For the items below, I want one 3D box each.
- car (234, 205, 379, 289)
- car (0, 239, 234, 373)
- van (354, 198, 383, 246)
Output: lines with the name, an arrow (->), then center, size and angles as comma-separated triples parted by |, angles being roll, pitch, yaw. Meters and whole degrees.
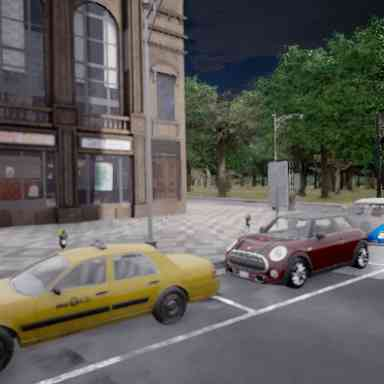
car -> 2.786, 1.294, 8.687 | 4.097, 1.590, 1.967 | -1, 1, -36
car -> -1.758, 1.494, 5.407 | 4.829, 1.417, 1.752 | -1, 1, -36
van -> 7.192, 1.084, 11.868 | 3.998, 1.788, 1.690 | -1, 1, -36
